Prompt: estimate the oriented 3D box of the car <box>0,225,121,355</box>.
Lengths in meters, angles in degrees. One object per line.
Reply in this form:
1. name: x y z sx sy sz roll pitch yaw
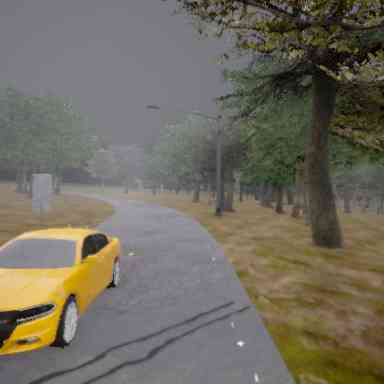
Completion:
1. car: -2.709 1.487 6.520 1.882 1.535 5.008 1 0 0
